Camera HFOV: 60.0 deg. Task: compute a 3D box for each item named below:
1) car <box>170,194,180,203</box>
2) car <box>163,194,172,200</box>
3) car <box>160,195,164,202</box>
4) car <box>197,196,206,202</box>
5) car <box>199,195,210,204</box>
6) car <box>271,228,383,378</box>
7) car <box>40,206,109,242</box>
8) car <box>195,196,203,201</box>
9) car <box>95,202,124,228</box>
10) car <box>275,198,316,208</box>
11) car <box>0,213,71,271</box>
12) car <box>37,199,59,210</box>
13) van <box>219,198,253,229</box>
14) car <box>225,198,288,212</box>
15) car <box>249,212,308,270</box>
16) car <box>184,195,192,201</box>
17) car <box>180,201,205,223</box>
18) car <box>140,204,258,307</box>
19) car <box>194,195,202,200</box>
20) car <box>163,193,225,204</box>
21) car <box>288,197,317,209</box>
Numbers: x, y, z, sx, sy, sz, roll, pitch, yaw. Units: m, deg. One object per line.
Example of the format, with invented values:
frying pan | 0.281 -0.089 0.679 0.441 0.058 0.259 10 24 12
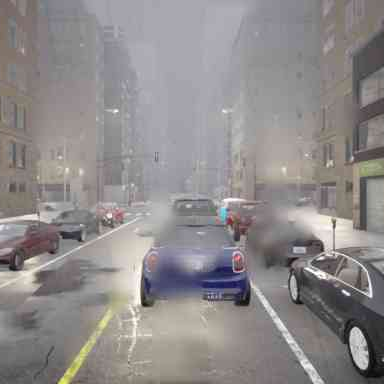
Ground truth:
car | -3.613 1.389 71.362 2.097 1.767 4.553 0 0 -1
car | -6.841 1.390 93.850 2.192 1.841 5.009 0 0 -1
car | -6.417 1.480 76.890 1.967 1.590 4.097 0 0 -1
car | 2.105 1.622 77.093 1.802 1.307 4.206 0 0 -1
car | 2.386 1.468 65.787 1.967 1.590 4.097 0 0 -1
car | 2.848 1.551 5.327 2.008 1.369 4.403 0 0 0
car | -5.710 1.566 16.342 1.947 1.339 4.313 0 0 0
car | 1.824 1.639 88.395 1.802 1.307 4.206 0 0 -1
car | -5.726 1.441 21.867 1.967 1.590 4.097 0 0 0
car | 15.047 1.541 48.741 5.357 1.411 2.033 0 0 0
car | -5.694 1.582 10.817 1.802 1.307 4.206 0 0 0
car | -17.873 1.540 38.519 4.674 1.442 1.812 0 0 -2
van | 2.800 1.342 21.898 1.690 1.788 3.998 0 0 0
car | 2.816 1.315 16.374 2.192 1.841 5.009 0 0 0
car | 2.831 1.566 10.850 1.947 1.339 4.313 0 0 0
car | -1.099 1.616 91.021 1.994 1.385 4.181 0 0 -1
car | 0.024 1.526 26.125 1.812 1.442 4.674 0 0 -1
car | 0.030 1.352 8.152 2.097 1.767 4.553 0 0 -1
car | 1.682 1.620 94.048 1.887 1.381 4.507 0 0 -1
car | 0.058 1.222 15.487 2.150 2.045 5.566 0 0 0
car | 14.912 1.481 45.489 4.902 1.511 2.128 0 0 0
